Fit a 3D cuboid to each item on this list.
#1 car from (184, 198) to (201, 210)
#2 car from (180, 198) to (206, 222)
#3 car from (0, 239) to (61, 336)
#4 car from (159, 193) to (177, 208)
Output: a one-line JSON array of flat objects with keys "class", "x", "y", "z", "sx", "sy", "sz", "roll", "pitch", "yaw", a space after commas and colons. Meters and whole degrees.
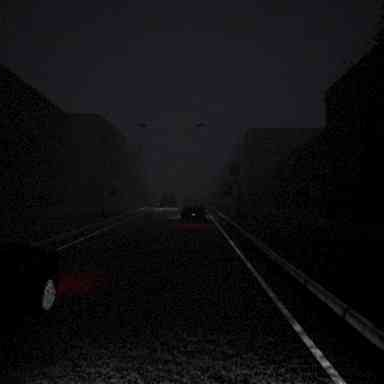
[{"class": "car", "x": 0.092, "y": 1.512, "z": 42.925, "sx": 2.033, "sy": 1.411, "sz": 5.357, "roll": 0, "pitch": 0, "yaw": 0}, {"class": "car", "x": 0.104, "y": 1.463, "z": 26.079, "sx": 1.882, "sy": 1.535, "sz": 5.008, "roll": 0, "pitch": 0, "yaw": 0}, {"class": "car", "x": -3.599, "y": 1.483, "z": 4.748, "sx": 1.882, "sy": 1.535, "sz": 5.008, "roll": 0, "pitch": 0, "yaw": 0}, {"class": "car", "x": -3.450, "y": 1.184, "z": 48.118, "sx": 2.150, "sy": 2.045, "sz": 5.566, "roll": 0, "pitch": 0, "yaw": 2}]
